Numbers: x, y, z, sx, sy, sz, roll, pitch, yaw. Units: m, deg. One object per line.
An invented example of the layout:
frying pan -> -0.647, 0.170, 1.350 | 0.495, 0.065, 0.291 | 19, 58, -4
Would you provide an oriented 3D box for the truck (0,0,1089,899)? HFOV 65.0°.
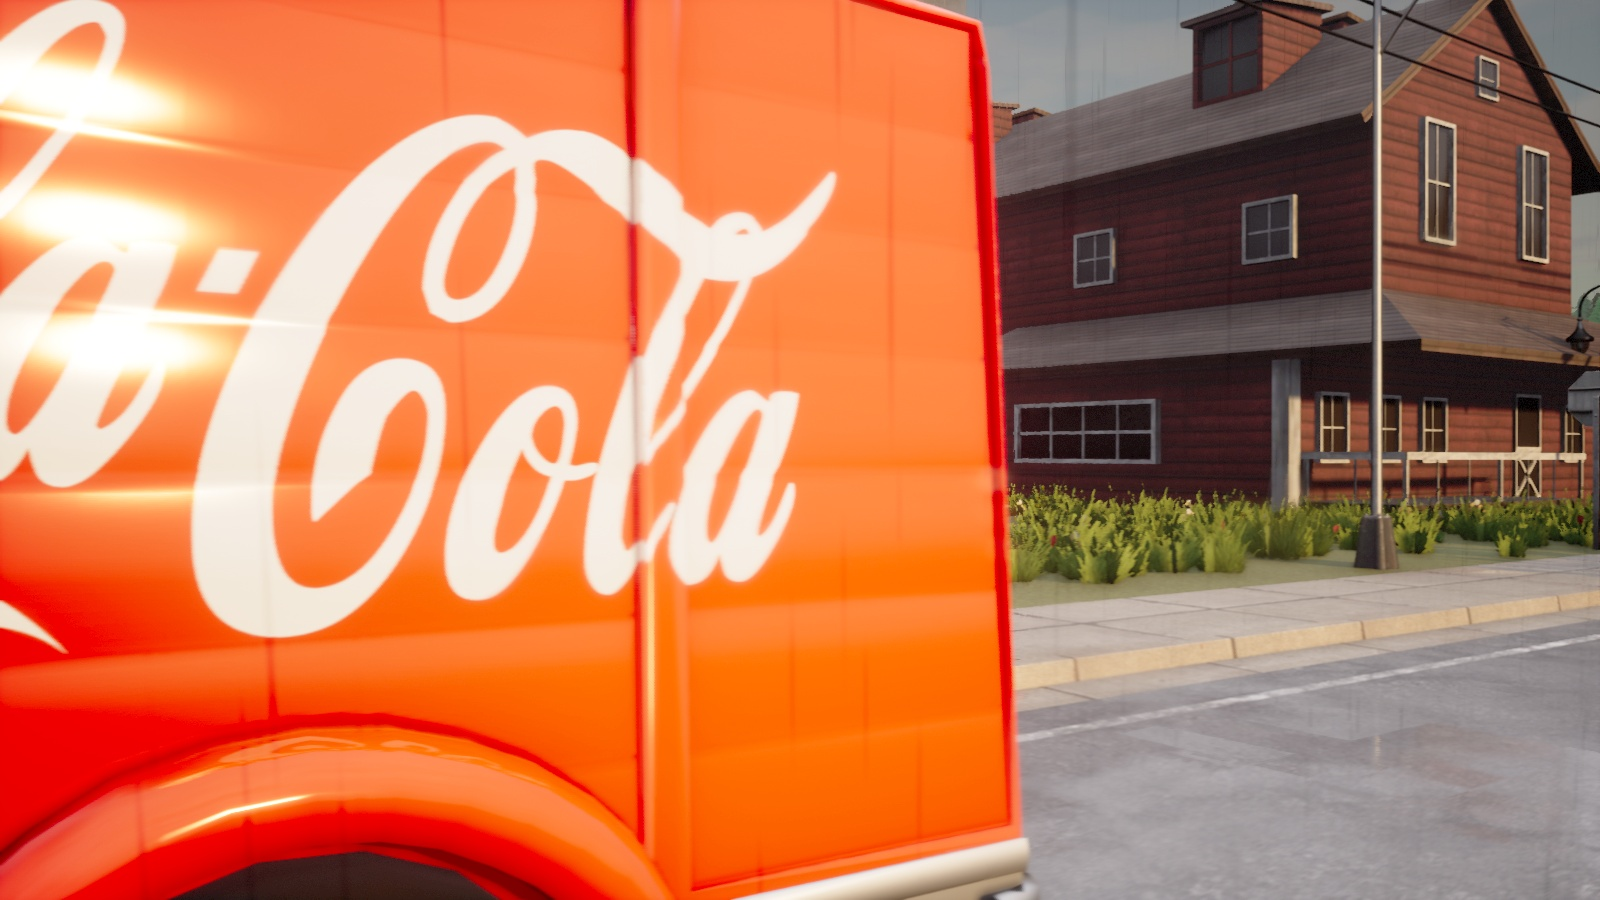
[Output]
truck -> -2.356, 0.266, 1.983 | 5.204, 2.467, 2.627 | 0, 0, -34
